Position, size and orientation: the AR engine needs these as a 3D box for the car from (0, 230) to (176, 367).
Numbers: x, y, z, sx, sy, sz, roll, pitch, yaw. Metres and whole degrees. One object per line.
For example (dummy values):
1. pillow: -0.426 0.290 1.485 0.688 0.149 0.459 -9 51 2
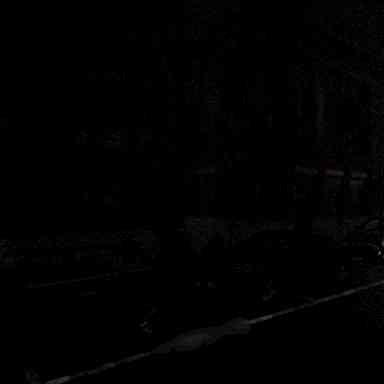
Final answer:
1. car: -2.344 1.448 4.973 4.097 1.590 1.967 1 0 -36

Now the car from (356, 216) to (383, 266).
1. car: 6.775 1.557 11.481 4.097 1.590 1.967 1 0 -36

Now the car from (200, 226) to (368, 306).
1. car: 2.214 1.628 8.227 4.313 1.339 1.947 1 0 -36
